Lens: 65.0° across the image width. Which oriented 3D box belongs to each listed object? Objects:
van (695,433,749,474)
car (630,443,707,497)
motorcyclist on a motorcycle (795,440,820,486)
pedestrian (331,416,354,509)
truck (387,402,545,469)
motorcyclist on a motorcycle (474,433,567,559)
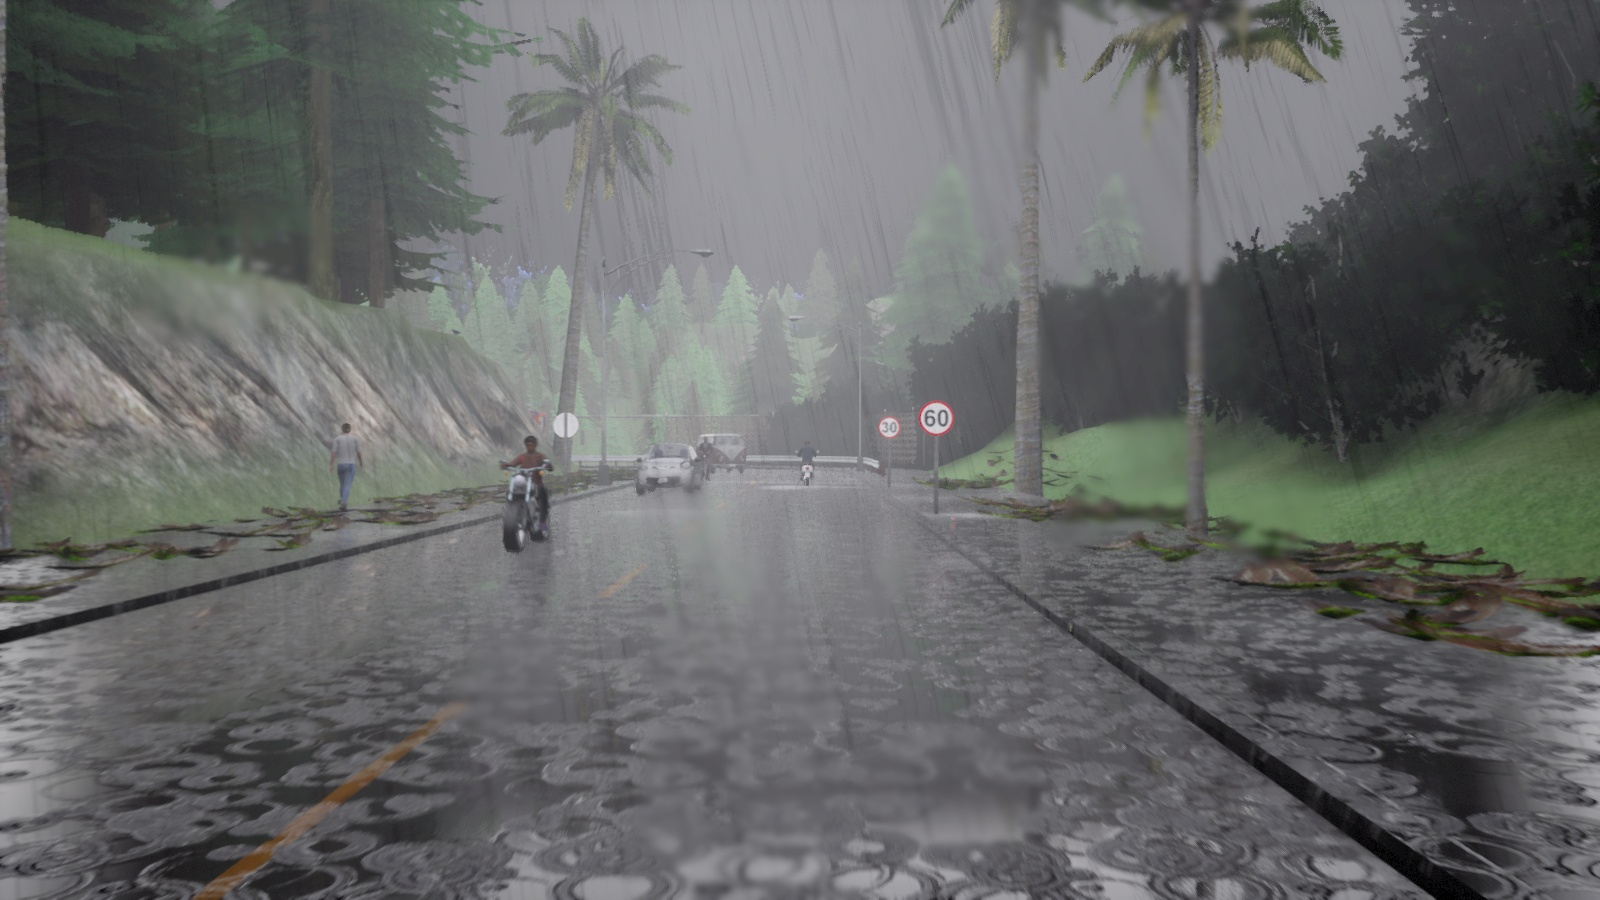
[{"bbox_3d":[-3.929,0.143,62.700,1.775,1.987,4.442,0,0,-16],"label":"van"},{"bbox_3d":[-3.783,0.551,36.565,1.845,1.501,3.633,0,0,0],"label":"car"},{"bbox_3d":[0.257,0.450,44.373,0.866,1.590,1.817,0,0,0],"label":"motorcyclist on a motorcycle"},{"bbox_3d":[-9.160,0.237,25.148,0.354,1.836,0.706,0,0,-13],"label":"pedestrian"},{"bbox_3d":[-19.433,-0.847,73.336,8.468,3.827,2.891,0,0,-1],"label":"truck"},{"bbox_3d":[-3.888,0.594,17.635,0.766,1.649,2.350,0,1,0],"label":"motorcyclist on a motorcycle"}]
